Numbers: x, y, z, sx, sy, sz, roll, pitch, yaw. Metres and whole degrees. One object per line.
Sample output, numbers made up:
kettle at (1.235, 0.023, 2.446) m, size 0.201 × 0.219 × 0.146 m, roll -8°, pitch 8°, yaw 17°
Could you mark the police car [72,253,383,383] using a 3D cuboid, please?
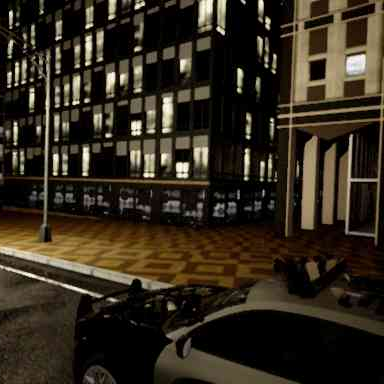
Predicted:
police car at (0.935, 1.414, 2.897) m, size 5.238 × 1.638 × 1.930 m, roll 1°, pitch 1°, yaw 36°
